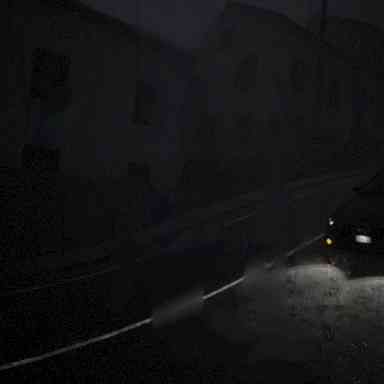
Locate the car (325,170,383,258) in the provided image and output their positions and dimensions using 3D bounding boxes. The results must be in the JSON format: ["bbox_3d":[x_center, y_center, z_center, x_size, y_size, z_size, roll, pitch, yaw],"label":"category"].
[{"bbox_3d":[4.659,0.192,7.172,4.181,1.385,1.994,-17,10,-34],"label":"car"}]
